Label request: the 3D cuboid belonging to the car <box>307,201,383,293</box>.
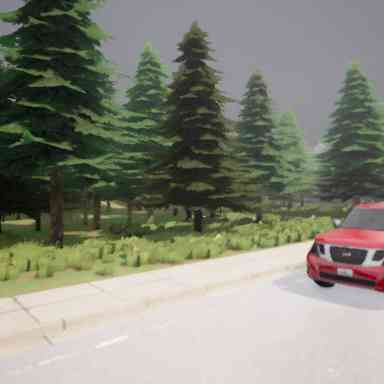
[{"bbox_3d":[5.197,1.267,8.549,5.566,2.045,2.150,0,-1,-40],"label":"car"}]
